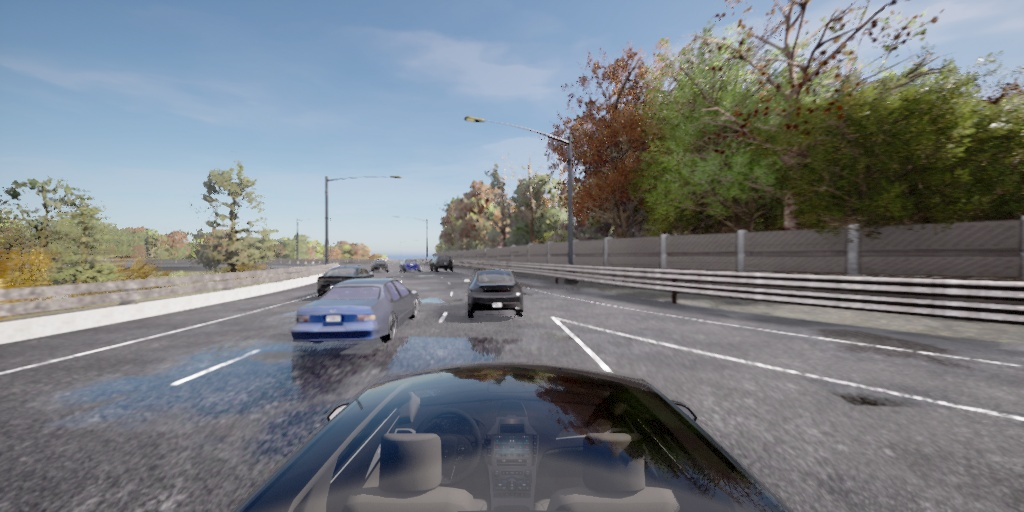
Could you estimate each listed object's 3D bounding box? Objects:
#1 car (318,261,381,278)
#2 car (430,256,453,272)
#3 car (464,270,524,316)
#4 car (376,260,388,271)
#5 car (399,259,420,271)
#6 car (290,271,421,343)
[{"bbox_3d":[-8.545,1.249,18.888,1.882,1.535,5.008,0,0,-9],"label":"car"},{"bbox_3d":[-8.893,0.962,45.059,2.150,2.045,5.566,0,0,-22],"label":"car"},{"bbox_3d":[-0.711,1.244,13.307,1.837,1.490,4.892,0,0,-6],"label":"car"},{"bbox_3d":[-17.142,1.285,46.352,1.837,1.490,4.892,0,0,-24],"label":"car"},{"bbox_3d":[-13.147,1.113,45.959,2.097,1.767,4.553,0,0,-24],"label":"car"},{"bbox_3d":[-3.807,1.306,9.729,2.033,1.411,5.357,0,0,-5],"label":"car"}]
